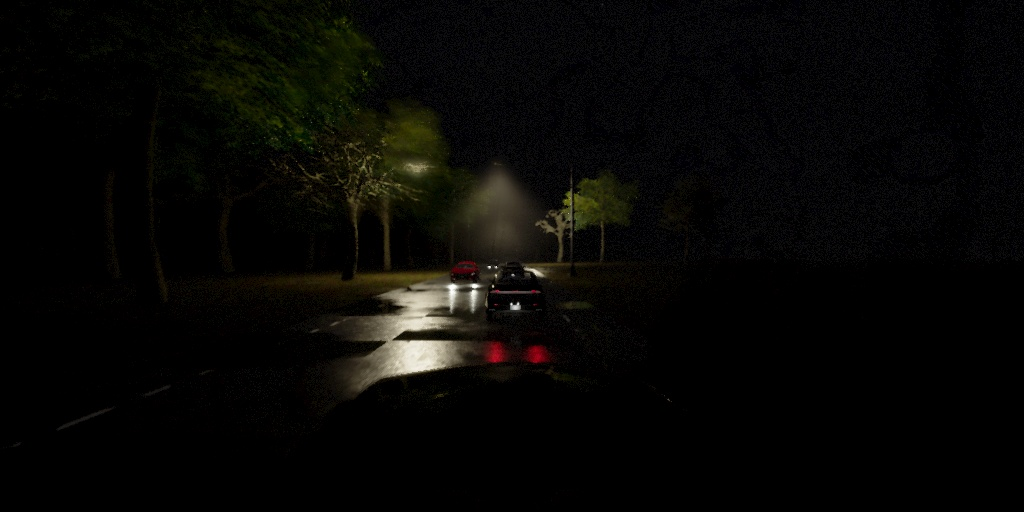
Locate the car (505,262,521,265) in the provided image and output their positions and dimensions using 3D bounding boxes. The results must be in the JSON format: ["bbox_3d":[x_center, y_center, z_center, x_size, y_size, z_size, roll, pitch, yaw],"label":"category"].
[{"bbox_3d":[0.101,1.242,30.921,1.837,1.490,4.892,0,0,0],"label":"car"}]

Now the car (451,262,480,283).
[{"bbox_3d":[-3.597,1.219,28.312,1.882,1.535,5.008,0,0,0],"label":"car"}]

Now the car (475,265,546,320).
[{"bbox_3d":[0.100,1.243,12.570,2.128,1.511,4.902,0,0,0],"label":"car"}]
